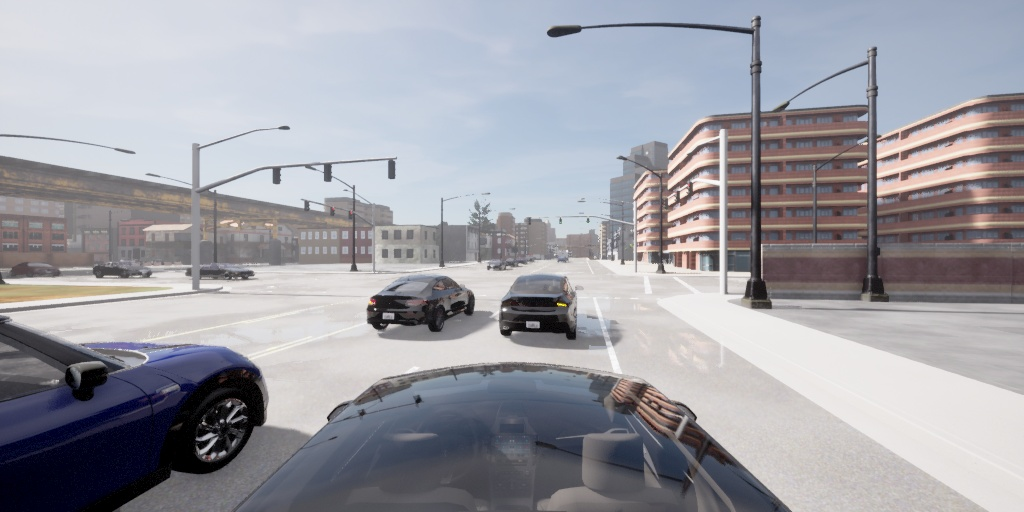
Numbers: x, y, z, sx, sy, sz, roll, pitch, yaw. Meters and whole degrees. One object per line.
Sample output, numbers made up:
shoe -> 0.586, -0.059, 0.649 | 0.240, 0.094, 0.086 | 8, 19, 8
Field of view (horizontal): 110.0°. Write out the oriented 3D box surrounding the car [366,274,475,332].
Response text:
car -> -2.531, 1.276, 10.848 | 1.812, 1.442, 4.674 | 0, 0, 11

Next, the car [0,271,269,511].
car -> -3.858, 1.102, 2.072 | 2.097, 1.767, 4.553 | 0, 0, 6

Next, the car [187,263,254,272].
car -> -24.883, 1.297, 30.548 | 5.357, 1.411, 2.033 | 0, 0, 10

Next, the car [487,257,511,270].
car -> -2.002, 1.106, 47.985 | 2.128, 1.511, 4.902 | 0, 1, 11

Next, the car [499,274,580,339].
car -> 0.914, 1.255, 10.206 | 1.837, 1.490, 4.892 | 0, 0, 11

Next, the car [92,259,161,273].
car -> -35.134, 1.241, 32.371 | 4.902, 1.511, 2.128 | 0, 0, 10

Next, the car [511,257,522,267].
car -> -0.198, 0.957, 57.261 | 1.882, 1.535, 5.008 | 0, 1, 11

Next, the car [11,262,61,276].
car -> -46.080, 1.276, 34.636 | 4.674, 1.442, 1.812 | 0, 0, 17
